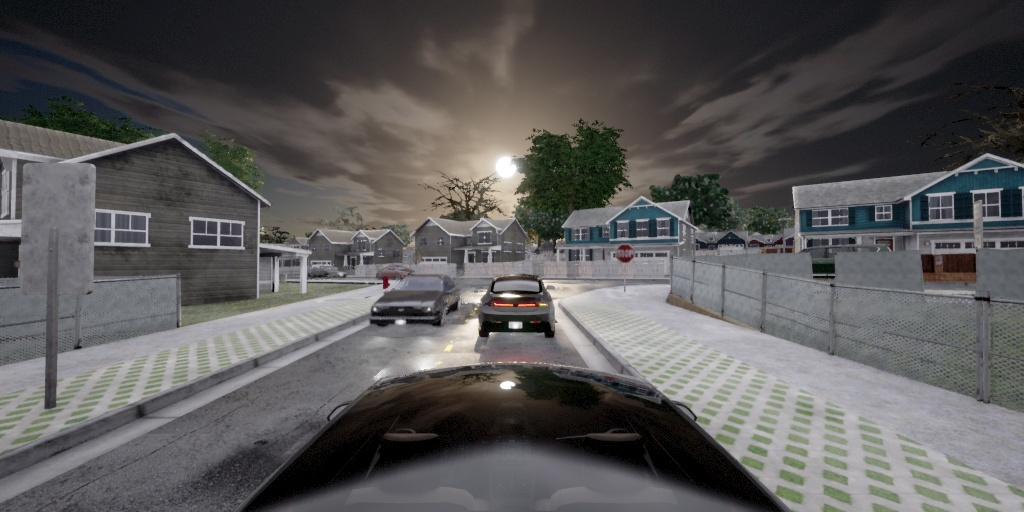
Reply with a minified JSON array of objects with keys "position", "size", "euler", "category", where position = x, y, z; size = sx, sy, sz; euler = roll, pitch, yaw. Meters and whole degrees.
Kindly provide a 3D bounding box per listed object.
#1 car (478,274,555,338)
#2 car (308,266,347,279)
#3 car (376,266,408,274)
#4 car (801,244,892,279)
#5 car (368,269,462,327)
[{"position":[0.170,1.258,10.228],"size":[1.837,1.490,4.892],"euler":[0,0,2],"category":"car"},{"position":[-19.735,1.783,38.309],"size":[4.902,1.511,2.128],"euler":[-1,-2,30],"category":"car"},{"position":[-10.458,1.562,32.690],"size":[4.181,1.385,1.994],"euler":[-2,-2,32],"category":"car"},{"position":[15.925,0.484,18.451],"size":[5.566,2.045,2.150],"euler":[-2,-2,36],"category":"car"},{"position":[-2.823,1.301,11.770],"size":[2.033,1.411,5.357],"euler":[0,0,0],"category":"car"}]
